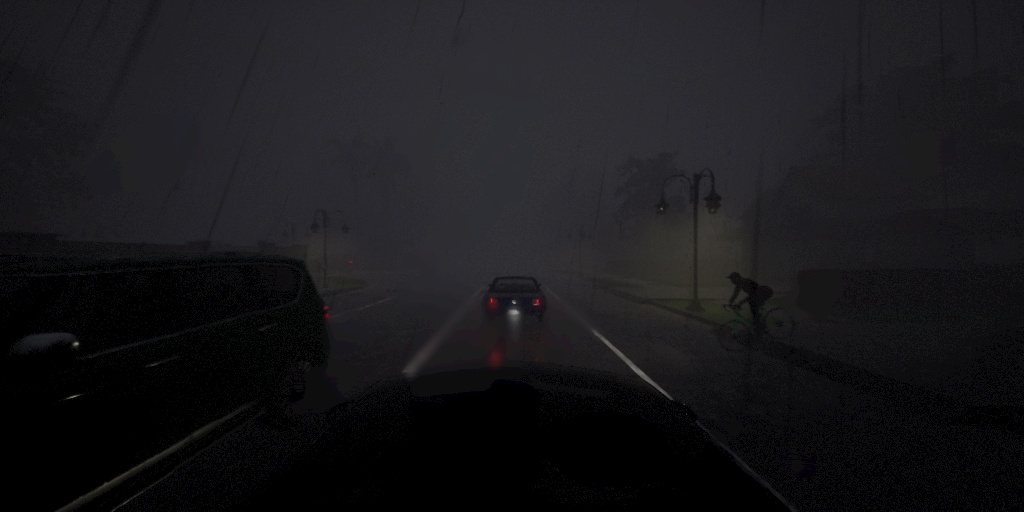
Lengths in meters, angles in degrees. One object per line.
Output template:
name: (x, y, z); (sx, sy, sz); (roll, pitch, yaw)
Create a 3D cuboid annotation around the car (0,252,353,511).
car: (-3.587, 0.973, 2.731); (2.150, 2.045, 5.566); (0, 0, 1)

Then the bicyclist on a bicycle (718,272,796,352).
bicyclist on a bicycle: (4.944, 1.086, 7.419); (1.656, 1.620, 0.582); (-15, 0, 0)

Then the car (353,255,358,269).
car: (-20.002, 0.813, 39.757); (5.566, 2.045, 2.150); (0, 0, 1)

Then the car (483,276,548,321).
car: (0.102, 1.350, 12.484); (1.895, 1.301, 4.718); (0, 0, 0)
